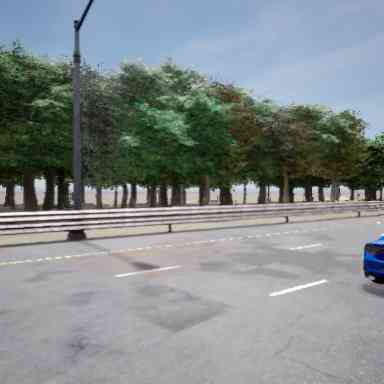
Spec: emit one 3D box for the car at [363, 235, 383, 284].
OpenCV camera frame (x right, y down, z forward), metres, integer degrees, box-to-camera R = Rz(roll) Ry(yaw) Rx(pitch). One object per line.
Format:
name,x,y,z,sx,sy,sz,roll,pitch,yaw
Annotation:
car,6.279,1.481,8.349,5.008,1.535,1.882,0,0,-35
